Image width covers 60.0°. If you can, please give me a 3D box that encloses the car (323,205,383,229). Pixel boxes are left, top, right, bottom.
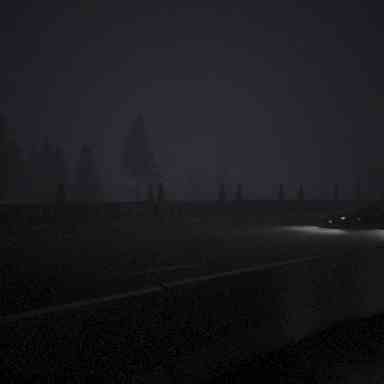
[{"bbox_3d":[10.703,1.551,21.459,4.674,1.442,1.812,0,0,-23],"label":"car"}]
